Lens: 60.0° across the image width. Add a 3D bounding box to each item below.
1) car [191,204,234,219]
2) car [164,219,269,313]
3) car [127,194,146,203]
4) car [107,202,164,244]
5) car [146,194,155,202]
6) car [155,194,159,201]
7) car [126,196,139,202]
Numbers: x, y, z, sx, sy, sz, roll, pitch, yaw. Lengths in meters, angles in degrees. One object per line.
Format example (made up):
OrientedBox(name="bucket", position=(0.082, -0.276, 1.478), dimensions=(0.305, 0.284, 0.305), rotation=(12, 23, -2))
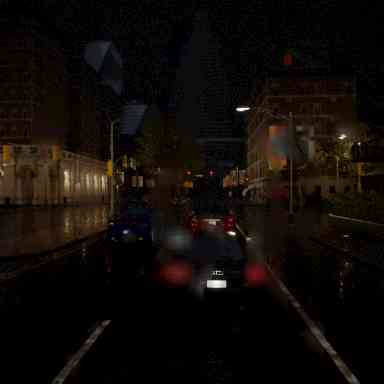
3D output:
OrientedBox(name="car", position=(1.002, 1.352, 16.402), dimensions=(2.097, 1.767, 4.553), rotation=(0, 0, 3))
OrientedBox(name="car", position=(0.521, 1.564, 7.772), dimensions=(1.994, 1.385, 4.181), rotation=(0, 0, 3))
OrientedBox(name="car", position=(-11.157, 1.505, 66.375), dimensions=(1.837, 1.490, 4.892), rotation=(0, 0, 4))
OrientedBox(name="car", position=(-2.525, 1.478, 16.004), dimensions=(1.882, 1.535, 5.008), rotation=(0, 0, 4))
OrientedBox(name="car", position=(-10.554, 1.355, 76.202), dimensions=(2.097, 1.767, 4.553), rotation=(0, 0, 3))
OrientedBox(name="car", position=(-9.942, 1.355, 86.444), dimensions=(2.097, 1.767, 4.553), rotation=(0, 0, 3))
OrientedBox(name="car", position=(-13.743, 1.595, 77.304), dimensions=(1.895, 1.301, 4.718), rotation=(0, 0, 3))
